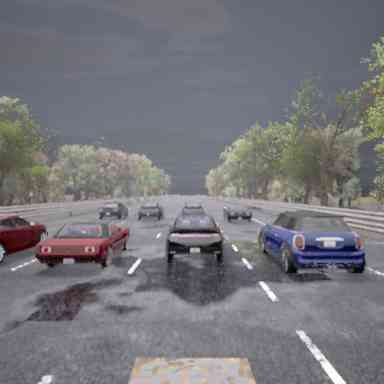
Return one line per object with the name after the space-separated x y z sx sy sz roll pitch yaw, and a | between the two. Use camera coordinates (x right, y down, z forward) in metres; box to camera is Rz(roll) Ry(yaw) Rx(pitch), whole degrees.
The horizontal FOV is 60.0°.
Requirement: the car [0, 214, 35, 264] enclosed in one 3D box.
-6.904 1.510 11.776 1.882 1.535 5.008 0 0 0 | car

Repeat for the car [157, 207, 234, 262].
0.091 1.525 12.295 2.128 1.511 4.902 0 0 0 | car

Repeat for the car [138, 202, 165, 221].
-3.411 1.587 28.516 2.128 1.511 4.902 0 0 0 | car

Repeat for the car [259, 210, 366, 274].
3.596 1.382 10.796 2.097 1.767 4.553 0 0 0 | car

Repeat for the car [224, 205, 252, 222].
3.589 1.690 27.096 1.895 1.301 4.718 0 0 0 | car

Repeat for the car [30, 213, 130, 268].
-3.403 1.632 11.424 1.895 1.301 4.718 0 0 0 | car

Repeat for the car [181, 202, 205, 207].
0.088 1.587 28.552 2.128 1.511 4.902 0 0 0 | car

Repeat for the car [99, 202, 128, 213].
-6.912 1.626 29.613 1.812 1.442 4.674 0 0 0 | car
